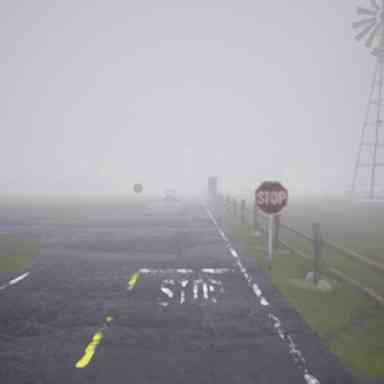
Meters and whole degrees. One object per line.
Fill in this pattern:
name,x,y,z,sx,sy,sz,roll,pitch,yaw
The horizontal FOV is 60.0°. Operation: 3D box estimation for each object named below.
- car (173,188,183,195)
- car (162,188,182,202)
car,-2.757,-0.069,68.031,1.895,1.301,4.718,0,1,0
car,-2.756,0.382,43.366,2.097,1.767,4.553,0,1,0
